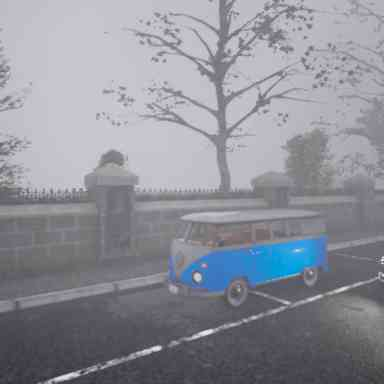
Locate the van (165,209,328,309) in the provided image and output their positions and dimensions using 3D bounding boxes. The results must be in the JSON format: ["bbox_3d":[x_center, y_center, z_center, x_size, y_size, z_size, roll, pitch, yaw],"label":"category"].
[{"bbox_3d":[1.355,1.309,7.530,3.998,1.788,1.690,0,0,-36],"label":"van"}]

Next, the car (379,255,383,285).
[{"bbox_3d":[6.304,1.448,7.879,4.892,1.490,1.837,0,0,-36],"label":"car"}]
